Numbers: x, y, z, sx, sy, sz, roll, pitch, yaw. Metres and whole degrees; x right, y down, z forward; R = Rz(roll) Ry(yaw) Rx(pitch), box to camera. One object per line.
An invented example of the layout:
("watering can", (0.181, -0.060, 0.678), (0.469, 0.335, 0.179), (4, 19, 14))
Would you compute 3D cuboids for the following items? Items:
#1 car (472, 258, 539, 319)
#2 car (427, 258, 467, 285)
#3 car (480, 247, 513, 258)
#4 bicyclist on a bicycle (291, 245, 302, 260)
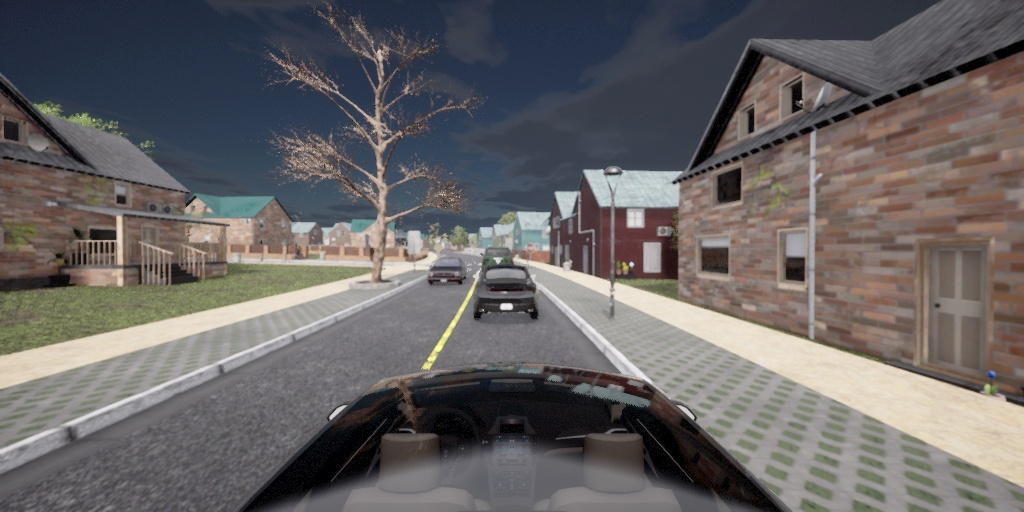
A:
("car", (-0.227, 0.994, 11.591), (1.837, 1.490, 4.892), (0, 1, -2))
("car", (-3.604, 0.797, 20.769), (2.033, 1.411, 5.357), (0, 1, -3))
("car", (-1.076, 0.346, 25.516), (2.150, 2.045, 5.566), (0, 2, -4))
("bicyclist on a bicycle", (-23.772, -0.359, 39.570), (0.582, 1.620, 1.656), (1, 1, 5))
